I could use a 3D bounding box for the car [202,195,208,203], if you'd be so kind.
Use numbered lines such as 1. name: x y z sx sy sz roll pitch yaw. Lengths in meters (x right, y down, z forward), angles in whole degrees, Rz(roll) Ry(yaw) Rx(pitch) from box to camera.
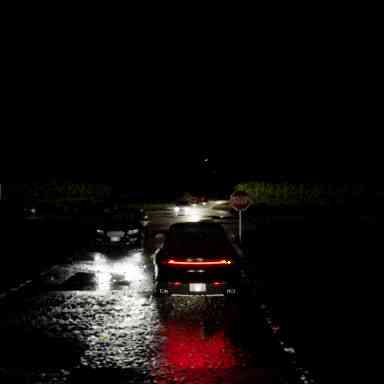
1. car: 2.079 1.407 71.573 2.097 1.767 4.553 0 0 12

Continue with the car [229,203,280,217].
1. car: 5.864 1.656 31.624 4.718 1.301 1.895 0 0 5

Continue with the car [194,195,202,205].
1. car: 0.109 1.596 61.482 1.994 1.385 4.181 0 0 9

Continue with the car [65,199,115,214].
1. car: -10.199 1.442 33.669 4.902 1.511 2.128 0 0 -24

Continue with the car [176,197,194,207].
1. car: -1.278 1.623 51.592 1.895 1.301 4.718 0 0 6

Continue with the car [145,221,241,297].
1. car: 0.096 1.506 8.533 1.837 1.490 4.892 0 0 0

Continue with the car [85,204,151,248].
1. car: -2.928 1.493 14.875 2.128 1.511 4.902 0 0 -1

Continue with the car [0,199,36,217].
1. car: -16.282 1.401 29.286 4.892 1.490 1.837 0 0 4
